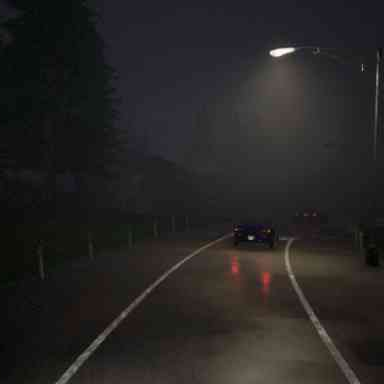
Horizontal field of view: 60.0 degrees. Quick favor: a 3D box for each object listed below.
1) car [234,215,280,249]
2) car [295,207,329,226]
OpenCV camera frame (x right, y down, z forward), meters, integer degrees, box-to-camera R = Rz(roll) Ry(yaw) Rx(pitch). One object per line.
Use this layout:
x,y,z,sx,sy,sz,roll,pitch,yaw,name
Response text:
3.290,1.853,16.533,1.812,1.442,4.674,1,-1,19,car
11.674,2.224,32.159,2.097,1.767,4.553,3,0,36,car
